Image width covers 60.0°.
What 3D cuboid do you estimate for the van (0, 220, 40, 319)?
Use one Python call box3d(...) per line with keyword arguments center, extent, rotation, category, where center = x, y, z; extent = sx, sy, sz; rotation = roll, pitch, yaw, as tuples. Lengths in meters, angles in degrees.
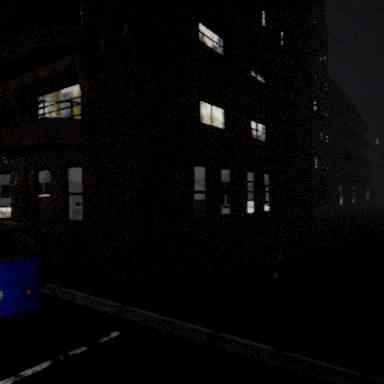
box3d(center=(-4.475, 1.335, 6.090), extent=(3.998, 1.788, 1.690), rotation=(0, -1, 36), category="van")
